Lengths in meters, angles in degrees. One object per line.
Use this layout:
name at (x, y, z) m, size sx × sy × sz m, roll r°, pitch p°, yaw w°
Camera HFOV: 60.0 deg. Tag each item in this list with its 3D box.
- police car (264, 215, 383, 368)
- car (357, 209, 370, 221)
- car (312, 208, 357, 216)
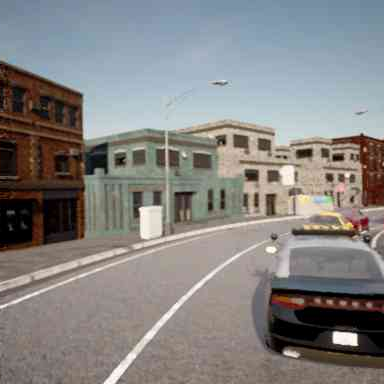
police car at (2.433, 1.467, 6.235) m, size 1.930 × 1.638 × 5.238 m, roll -1°, pitch -1°, yaw 16°
car at (9.094, 1.648, 19.425) m, size 1.812 × 1.442 × 4.674 m, roll -1°, pitch -1°, yaw 37°
car at (6.099, 1.556, 14.899) m, size 1.801 × 1.575 × 5.366 m, roll -1°, pitch -1°, yaw 29°
